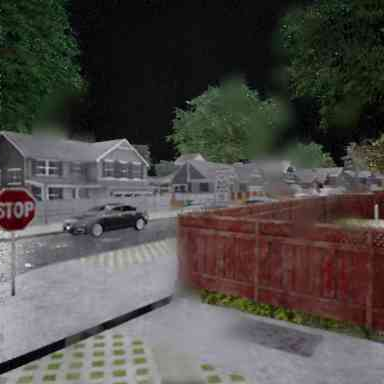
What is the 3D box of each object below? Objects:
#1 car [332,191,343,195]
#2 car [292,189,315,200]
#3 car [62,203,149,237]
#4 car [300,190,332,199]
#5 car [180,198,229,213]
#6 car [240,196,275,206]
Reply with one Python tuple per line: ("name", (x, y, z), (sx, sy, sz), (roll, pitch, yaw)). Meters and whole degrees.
("car", (20.756, 0.643, 48.217), (2.128, 1.511, 4.902), (0, 1, 35))
("car", (15.617, 0.583, 45.672), (2.150, 2.045, 5.566), (0, 1, 35))
("car", (-4.332, 1.382, 17.346), (1.837, 1.490, 4.892), (0, 1, 35))
("car", (14.937, 0.840, 39.818), (1.837, 1.490, 4.892), (0, 1, 35))
("car", (1.041, 1.203, 25.016), (2.128, 1.511, 4.902), (0, 1, 35))
("car", (6.598, 1.085, 32.945), (2.033, 1.411, 5.357), (0, 1, 35))
